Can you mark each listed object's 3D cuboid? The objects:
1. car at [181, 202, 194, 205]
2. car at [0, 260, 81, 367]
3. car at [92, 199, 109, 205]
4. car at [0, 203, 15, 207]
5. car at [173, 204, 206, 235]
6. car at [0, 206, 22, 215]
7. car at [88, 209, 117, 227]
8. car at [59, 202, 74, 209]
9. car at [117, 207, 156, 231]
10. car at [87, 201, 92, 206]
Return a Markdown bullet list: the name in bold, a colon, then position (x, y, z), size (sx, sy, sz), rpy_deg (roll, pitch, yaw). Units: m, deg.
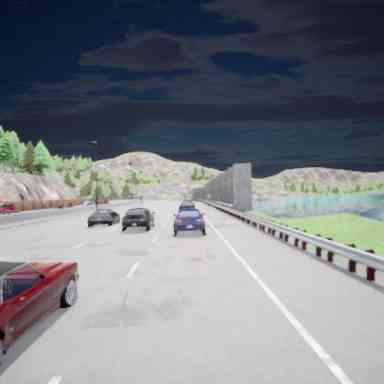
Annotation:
- **car**: position (-0.510, 1.857, 38.407), size (1.882, 1.535, 5.008), rpy_deg (-2, -1, -1)
- **car**: position (-3.395, 1.776, 5.394), size (1.895, 1.301, 4.718), rpy_deg (-2, -1, -1)
- **car**: position (-21.753, 2.734, 80.715), size (2.150, 2.045, 5.566), rpy_deg (-2, -1, 0)
- **car**: position (-25.265, 2.553, 43.807), size (2.150, 2.045, 5.566), rpy_deg (-2, 0, -1)
- **car**: position (-0.169, 1.723, 20.263), size (1.812, 1.442, 4.674), rpy_deg (-2, 0, -1)
- **car**: position (-21.692, 2.760, 39.185), size (1.895, 1.301, 4.718), rpy_deg (-2, -1, -1)
- **car**: position (-7.311, 2.094, 28.001), size (1.994, 1.385, 4.181), rpy_deg (-2, -1, -1)
- **car**: position (-28.745, 3.114, 76.058), size (2.097, 1.767, 4.553), rpy_deg (-2, -1, 0)
- **car**: position (-3.735, 1.864, 23.674), size (1.837, 1.490, 4.892), rpy_deg (-2, -1, -1)
- **car**: position (-25.277, 2.926, 84.731), size (2.097, 1.767, 4.553), rpy_deg (-2, -1, 0)
